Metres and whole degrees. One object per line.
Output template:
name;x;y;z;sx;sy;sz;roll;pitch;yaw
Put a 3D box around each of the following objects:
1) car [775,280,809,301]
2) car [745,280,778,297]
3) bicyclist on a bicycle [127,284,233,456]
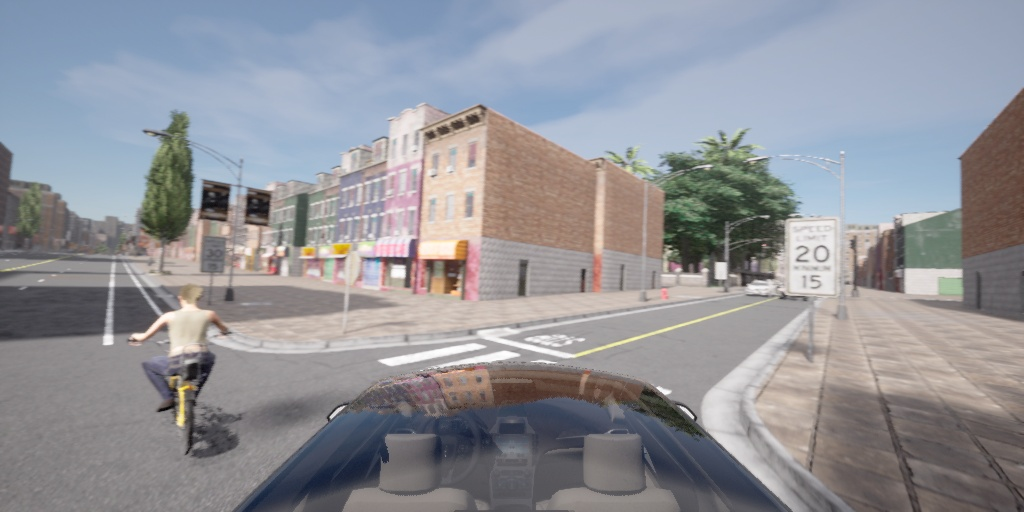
car;24.325;3.047;30.883;1.812;1.442;4.674;0;-3;43
car;24.106;3.173;34.746;1.812;1.442;4.674;0;-3;43
bicyclist on a bicycle;-3.468;1.095;3.798;1.509;1.612;0.866;0;-3;42
